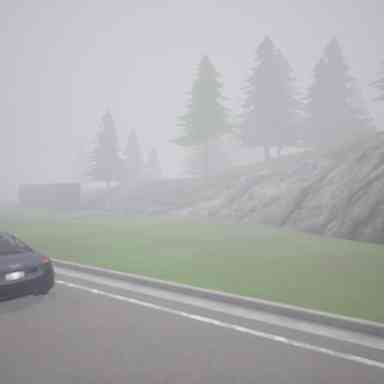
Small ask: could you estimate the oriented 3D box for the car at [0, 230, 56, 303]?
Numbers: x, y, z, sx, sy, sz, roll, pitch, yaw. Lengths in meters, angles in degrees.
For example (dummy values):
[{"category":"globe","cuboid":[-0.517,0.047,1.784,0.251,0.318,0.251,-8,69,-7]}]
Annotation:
[{"category":"car","cuboid":[-4.947,1.562,7.530,4.181,1.385,1.994,0,0,37]}]
